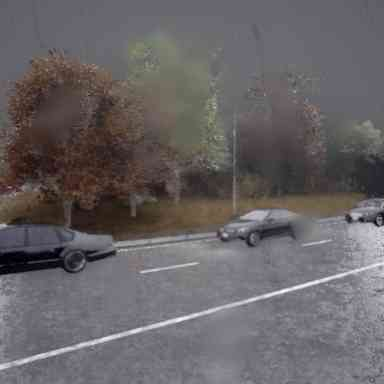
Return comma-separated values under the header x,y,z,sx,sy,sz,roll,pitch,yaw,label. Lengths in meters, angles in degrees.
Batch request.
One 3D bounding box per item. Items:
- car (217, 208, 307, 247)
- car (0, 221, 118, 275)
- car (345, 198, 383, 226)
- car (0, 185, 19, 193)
x,y,z,sx,sy,sz,roll,pitch,yaw,label
3.247,1.453,14.895,4.674,1.442,1.812,-1,1,-36,car
-4.820,1.547,9.169,5.357,1.411,2.033,0,0,-35,car
11.492,1.176,20.731,4.902,1.511,2.128,-2,1,-35,car
-29.982,-0.884,53.630,2.150,2.045,5.566,1,3,-1,car
